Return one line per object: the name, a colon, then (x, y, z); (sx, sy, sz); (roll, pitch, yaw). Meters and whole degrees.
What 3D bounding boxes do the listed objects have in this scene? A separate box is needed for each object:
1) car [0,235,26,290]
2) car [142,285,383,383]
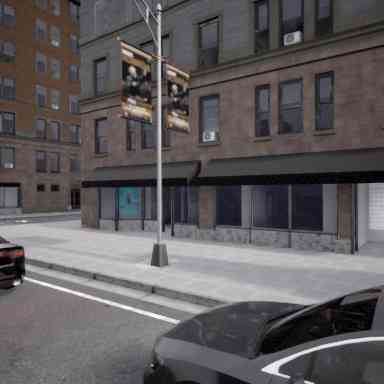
car: (-5.948, 1.477, 7.899); (5.008, 1.535, 1.882); (0, 0, 35)
car: (1.788, 1.505, 2.412); (4.892, 1.490, 1.837); (0, 0, 35)
